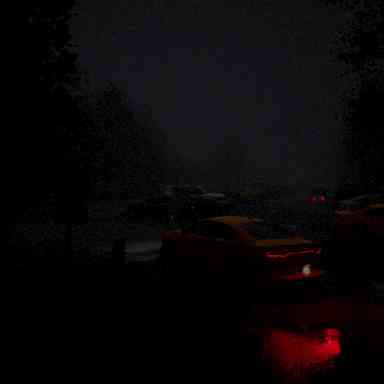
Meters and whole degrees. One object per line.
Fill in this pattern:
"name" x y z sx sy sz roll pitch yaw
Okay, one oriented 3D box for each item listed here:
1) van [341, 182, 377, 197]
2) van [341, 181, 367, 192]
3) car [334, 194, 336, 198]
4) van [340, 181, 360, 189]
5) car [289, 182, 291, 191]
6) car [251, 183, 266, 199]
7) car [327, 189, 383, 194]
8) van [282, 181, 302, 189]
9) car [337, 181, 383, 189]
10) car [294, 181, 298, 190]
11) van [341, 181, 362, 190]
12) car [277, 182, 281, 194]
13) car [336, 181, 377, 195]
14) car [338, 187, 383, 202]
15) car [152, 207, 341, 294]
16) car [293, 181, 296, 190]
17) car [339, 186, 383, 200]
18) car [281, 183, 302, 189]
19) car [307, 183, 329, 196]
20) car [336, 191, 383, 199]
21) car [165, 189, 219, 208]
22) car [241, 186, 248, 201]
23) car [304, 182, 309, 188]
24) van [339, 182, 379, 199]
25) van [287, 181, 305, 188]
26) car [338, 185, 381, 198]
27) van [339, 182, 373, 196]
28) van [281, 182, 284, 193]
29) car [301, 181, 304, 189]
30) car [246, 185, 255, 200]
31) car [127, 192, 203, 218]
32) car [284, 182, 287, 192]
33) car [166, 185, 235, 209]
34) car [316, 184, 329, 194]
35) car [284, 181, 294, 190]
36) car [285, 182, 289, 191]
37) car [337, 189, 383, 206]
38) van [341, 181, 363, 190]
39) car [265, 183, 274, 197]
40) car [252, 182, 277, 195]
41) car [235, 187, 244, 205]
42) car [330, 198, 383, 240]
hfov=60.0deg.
"van" 23.536 -0.416 47.095 4.442 1.987 1.878 1 2 24
"van" 31.491 -1.092 64.905 4.442 1.987 1.878 1 2 24
"car" 10.988 1.074 19.376 4.792 1.488 2.163 1 3 24
"van" 38.056 -1.671 80.174 4.442 1.987 1.878 1 2 24
"car" 14.883 -0.664 60.157 4.792 1.488 2.163 1 2 24
"car" 5.742 0.103 40.075 5.366 1.575 1.946 1 3 24
"car" 13.103 0.799 24.492 5.366 1.575 1.946 1 3 24
"van" 24.987 -1.786 82.983 4.442 1.987 1.878 1 2 24
"car" 15.556 0.314 29.446 5.566 2.045 2.435 1 3 24
"car" 18.299 -0.981 67.747 4.892 1.521 2.231 1 2 24
"van" 37.085 -1.567 77.430 4.442 1.987 1.878 1 2 24
"car" 10.411 -0.279 50.000 4.792 1.488 2.163 1 2 24
"car" 25.662 -0.635 52.208 5.566 2.045 2.435 1 2 24
"car" 18.995 0.238 37.152 4.792 1.488 2.163 1 3 24
"car" 0.941 1.359 8.600 1.882 1.535 5.008 2 -1 -32
"car" 17.179 -0.884 65.208 4.892 1.521 2.231 1 2 24
"car" 20.070 0.134 39.560 4.792 1.488 2.163 1 3 24
"car" 23.964 -1.422 80.411 4.674 1.452 2.002 1 2 24
"car" 18.183 -0.197 47.516 2.128 1.511 4.902 1 2 24
"car" 9.965 1.034 16.931 4.553 1.767 2.185 1 3 24
"car" -0.922 0.834 24.693 5.008 1.535 2.097 1 3 24
"car" 2.474 0.474 32.290 4.892 1.521 2.231 1 3 24
"car" 26.251 -1.905 85.457 5.566 2.045 2.435 1 2 24
"van" 21.067 -0.224 42.117 4.442 1.987 1.878 1 3 24
"van" 28.375 -2.000 90.571 4.442 1.987 1.878 1 1 24
"car" 22.306 -0.096 44.622 5.008 1.535 2.097 1 2 24
"van" 24.452 -0.516 49.718 4.442 1.987 1.878 1 2 24
"van" 11.622 -0.629 52.488 4.442 1.987 1.878 1 2 24
"car" 22.825 -1.367 77.880 5.008 1.535 2.097 1 2 24
"car" 3.430 0.347 34.900 5.366 1.575 1.946 1 3 24
"car" -2.085 0.983 22.176 4.792 1.488 2.163 1 3 24
"car" 12.620 -0.472 55.091 4.792 1.488 2.163 1 2 24
"car" 0.230 0.463 27.204 5.566 2.045 2.435 1 3 24
"car" 22.380 -0.568 56.912 1.882 1.535 5.008 1 2 24
"car" 15.872 -0.796 62.753 5.366 1.575 1.946 1 2 24
"car" 13.752 -0.568 57.624 4.792 1.488 2.163 1 2 24
"car" 16.633 0.474 32.008 4.792 1.488 2.163 1 3 24
"van" 36.007 -1.475 75.016 4.442 1.987 1.878 1 2 24
"car" 7.162 0.000 42.344 5.366 1.575 1.946 1 3 24
"car" 9.282 -0.335 47.463 4.553 1.767 2.185 1 3 24
"car" 1.506 0.593 29.684 5.366 1.575 1.946 1 3 24
"car" 8.802 1.279 14.423 5.008 1.535 2.097 1 3 24
